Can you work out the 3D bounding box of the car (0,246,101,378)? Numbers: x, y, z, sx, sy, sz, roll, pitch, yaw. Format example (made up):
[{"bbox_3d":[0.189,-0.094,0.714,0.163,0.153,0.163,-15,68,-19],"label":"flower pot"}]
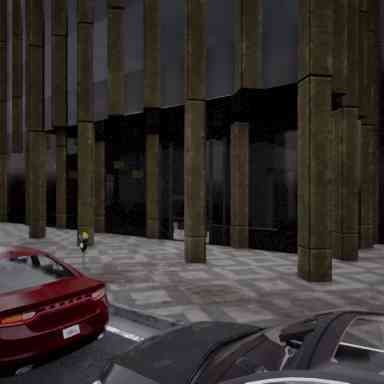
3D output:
[{"bbox_3d":[-3.264,1.544,5.309,4.507,1.381,1.887,0,0,36],"label":"car"}]

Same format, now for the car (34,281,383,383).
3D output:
[{"bbox_3d":[1.155,1.551,2.139,4.403,1.369,2.008,0,0,36],"label":"car"}]
